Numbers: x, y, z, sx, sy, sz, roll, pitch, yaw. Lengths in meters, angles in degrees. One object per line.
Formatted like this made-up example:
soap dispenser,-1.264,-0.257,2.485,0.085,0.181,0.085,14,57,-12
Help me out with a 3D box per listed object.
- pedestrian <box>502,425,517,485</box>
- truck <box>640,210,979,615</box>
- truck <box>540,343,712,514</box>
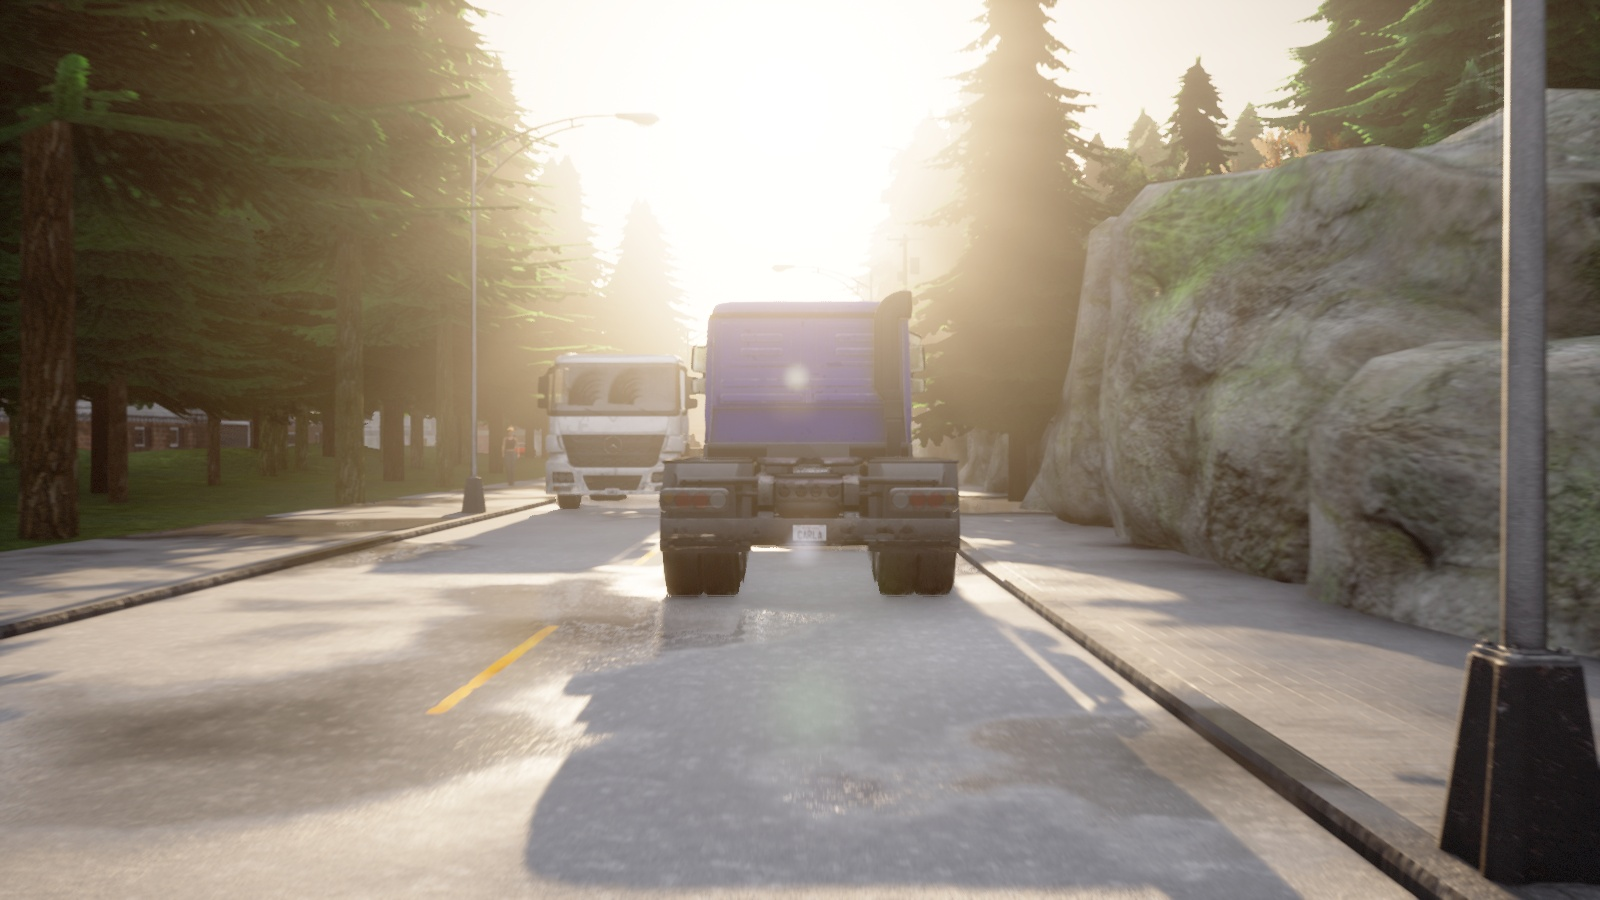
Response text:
pedestrian,-8.982,0.153,38.852,0.345,1.836,0.594,0,0,0
truck,0.100,-0.348,14.703,2.891,3.462,7.936,0,0,0
truck,-3.817,-0.463,29.467,2.891,3.462,7.936,0,0,0
